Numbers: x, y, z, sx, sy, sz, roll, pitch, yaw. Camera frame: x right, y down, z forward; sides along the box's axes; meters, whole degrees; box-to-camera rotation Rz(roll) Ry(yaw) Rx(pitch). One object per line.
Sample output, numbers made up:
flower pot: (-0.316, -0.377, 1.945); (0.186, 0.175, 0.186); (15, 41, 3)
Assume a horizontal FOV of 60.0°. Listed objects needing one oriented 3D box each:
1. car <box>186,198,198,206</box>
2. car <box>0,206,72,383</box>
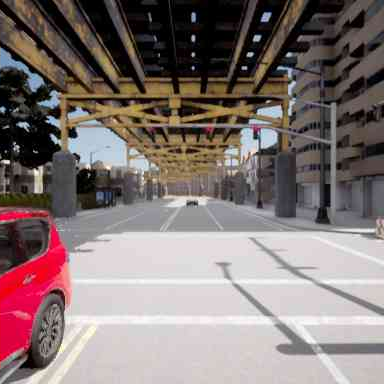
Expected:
car: (0.035, 1.574, 52.280); (1.895, 1.301, 4.718); (0, 0, 0)
car: (-2.915, 1.219, 2.807); (2.150, 2.045, 5.566); (1, 0, 2)
